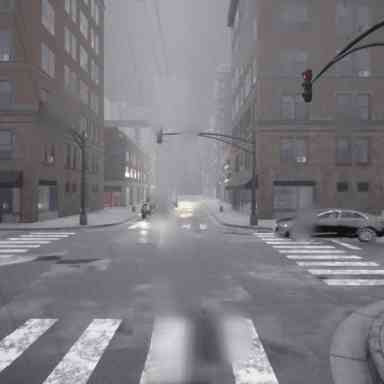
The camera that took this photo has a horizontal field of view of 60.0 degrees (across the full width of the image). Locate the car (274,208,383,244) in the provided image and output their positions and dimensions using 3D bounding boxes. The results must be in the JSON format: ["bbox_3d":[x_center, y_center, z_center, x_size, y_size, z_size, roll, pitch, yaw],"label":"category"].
[{"bbox_3d":[6.347,1.503,15.404,4.902,1.511,2.128,0,0,9],"label":"car"}]

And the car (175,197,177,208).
[{"bbox_3d":[-3.083,1.546,39.507,1.812,1.442,4.674,0,0,0],"label":"car"}]

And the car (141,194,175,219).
[{"bbox_3d":[-3.072,1.236,29.834,2.150,2.045,5.566,0,0,2],"label":"car"}]
